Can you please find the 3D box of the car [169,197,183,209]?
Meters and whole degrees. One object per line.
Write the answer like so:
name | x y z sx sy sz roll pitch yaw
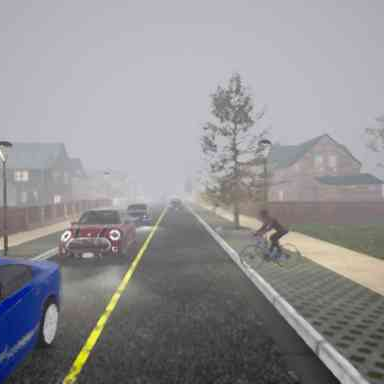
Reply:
car | -2.329 1.628 48.766 1.882 1.535 5.008 -1 0 -3

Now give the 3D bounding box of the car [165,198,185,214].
car | -1.748 1.630 37.468 1.812 1.442 4.674 -1 0 -3

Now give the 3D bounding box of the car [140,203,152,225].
car | -4.040 1.612 25.100 1.837 1.490 4.892 -1 0 -3

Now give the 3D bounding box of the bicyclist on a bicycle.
bicyclist on a bicycle | 2.098 1.282 8.955 1.656 1.620 0.582 -1 0 -3

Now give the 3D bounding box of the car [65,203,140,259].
car | -3.421 1.424 12.790 2.097 1.767 4.553 -1 0 -3

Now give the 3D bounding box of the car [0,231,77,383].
car | -2.939 1.527 3.432 1.882 1.535 5.008 -1 0 -3

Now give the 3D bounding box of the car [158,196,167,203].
car | -6.495 1.628 74.173 1.812 1.442 4.674 -1 0 -3
